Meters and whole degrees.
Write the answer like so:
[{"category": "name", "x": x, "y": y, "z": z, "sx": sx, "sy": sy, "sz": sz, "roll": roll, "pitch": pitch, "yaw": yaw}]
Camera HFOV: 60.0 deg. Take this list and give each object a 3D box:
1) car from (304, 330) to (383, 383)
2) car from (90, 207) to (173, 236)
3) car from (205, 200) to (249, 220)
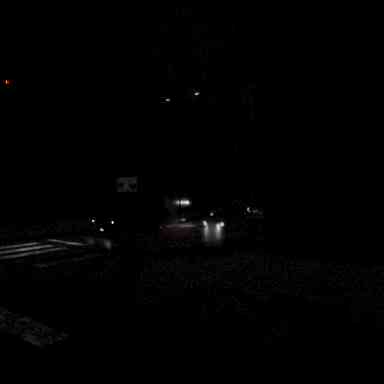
[{"category": "car", "x": 2.757, "y": 1.315, "z": 0.841, "sx": 5.009, "sy": 1.841, "sz": 2.192, "roll": 0, "pitch": 0, "yaw": 35}, {"category": "car", "x": -3.168, "y": 1.535, "z": 18.159, "sx": 1.895, "sy": 1.301, "sz": 4.718, "roll": 0, "pitch": 0, "yaw": 35}, {"category": "car", "x": 2.878, "y": 1.381, "z": 26.674, "sx": 2.128, "sy": 1.511, "sz": 4.902, "roll": 0, "pitch": 0, "yaw": 35}]
